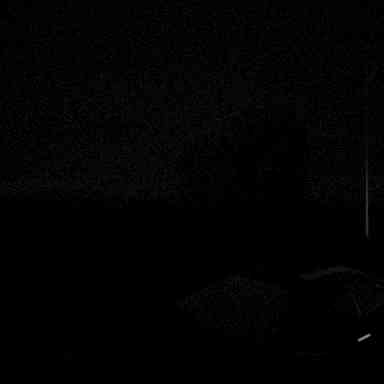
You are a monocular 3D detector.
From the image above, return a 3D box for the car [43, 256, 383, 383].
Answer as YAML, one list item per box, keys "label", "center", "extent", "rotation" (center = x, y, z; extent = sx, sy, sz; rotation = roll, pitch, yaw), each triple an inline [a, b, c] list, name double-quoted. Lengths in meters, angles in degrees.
- label: "car"
  center: [0.876, 1.525, 3.643]
  extent: [4.674, 1.442, 1.812]
  rotation: [0, 0, -35]
